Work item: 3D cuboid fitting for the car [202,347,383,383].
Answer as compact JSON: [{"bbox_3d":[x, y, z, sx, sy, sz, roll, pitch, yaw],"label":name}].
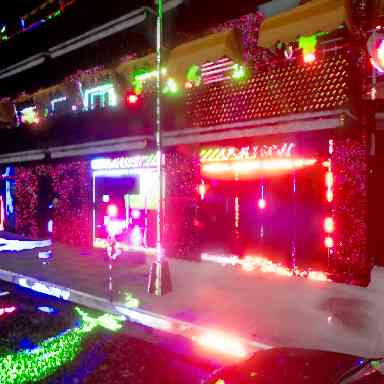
[{"bbox_3d":[1.878,1.551,1.532,4.403,1.369,2.008,0,0,36],"label":"car"}]
